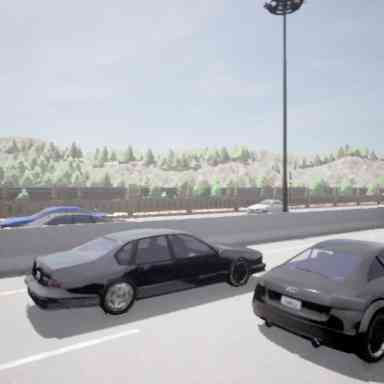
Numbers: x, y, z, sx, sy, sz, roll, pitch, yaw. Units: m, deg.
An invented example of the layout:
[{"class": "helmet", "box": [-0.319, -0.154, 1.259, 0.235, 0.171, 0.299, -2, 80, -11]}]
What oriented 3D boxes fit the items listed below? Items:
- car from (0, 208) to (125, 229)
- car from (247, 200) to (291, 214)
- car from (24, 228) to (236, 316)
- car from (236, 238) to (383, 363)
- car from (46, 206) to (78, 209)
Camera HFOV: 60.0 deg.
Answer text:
[{"class": "car", "box": [-5.097, 1.536, 13.250, 5.357, 1.411, 2.033, 0, 0, -35]}, {"class": "car", "box": [7.088, 1.449, 30.411, 4.674, 1.442, 1.812, 0, 0, -35]}, {"class": "car", "box": [-0.746, 1.535, 7.511, 5.357, 1.411, 2.033, 0, 0, -35]}, {"class": "car", "box": [3.047, 1.544, 5.917, 4.181, 1.385, 1.994, 0, 0, -35]}, {"class": "car", "box": [-6.677, 1.464, 16.420, 5.008, 1.535, 1.882, 0, 0, -35]}]
